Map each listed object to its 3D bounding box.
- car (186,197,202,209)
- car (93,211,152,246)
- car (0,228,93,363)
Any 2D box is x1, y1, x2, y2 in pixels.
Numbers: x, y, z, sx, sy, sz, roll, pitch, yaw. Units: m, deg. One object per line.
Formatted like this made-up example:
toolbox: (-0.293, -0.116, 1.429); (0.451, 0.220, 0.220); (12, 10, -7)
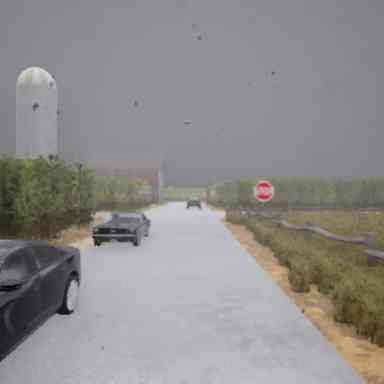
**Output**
car: (0.239, 1.436, 44.380); (1.837, 1.490, 4.892); (0, 0, 0)
car: (-3.070, 1.597, 15.305); (1.895, 1.301, 4.718); (0, 0, 1)
car: (-3.177, 1.485, 4.800); (1.882, 1.535, 5.008); (0, 0, 0)
